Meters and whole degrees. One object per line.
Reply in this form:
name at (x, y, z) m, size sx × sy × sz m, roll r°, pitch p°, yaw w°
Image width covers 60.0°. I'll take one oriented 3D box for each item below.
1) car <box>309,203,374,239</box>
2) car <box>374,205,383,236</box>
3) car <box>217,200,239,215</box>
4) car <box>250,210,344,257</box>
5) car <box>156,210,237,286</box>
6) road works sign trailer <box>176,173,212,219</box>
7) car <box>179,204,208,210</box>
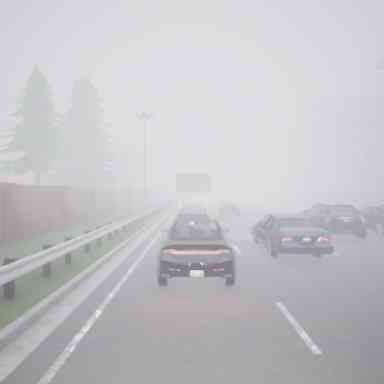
car at (7.099, 1.344, 17.405) m, size 2.097 × 1.767 × 4.553 m, roll 0°, pitch 0°, yaw 0°
car at (10.599, 1.470, 18.540) m, size 1.882 × 1.535 × 5.008 m, roll 0°, pitch 0°, yaw 0°
car at (3.584, 1.512, 33.228) m, size 1.812 × 1.442 × 4.674 m, roll 0°, pitch 0°, yaw 0°
car at (3.600, 1.542, 12.931) m, size 2.033 × 1.411 × 5.357 m, roll 0°, pitch 0°, yaw 0°
car at (0.100, 1.487, 9.372) m, size 2.128 × 1.511 × 4.902 m, roll 0°, pitch 0°, yaw 0°
road works sign trailer at (0.072, 0.454, 23.705) m, size 2.380 × 3.560 × 2.880 m, roll 0°, pitch 0°, yaw -2°
car at (0.149, 1.465, 19.786) m, size 1.882 × 1.535 × 5.008 m, roll 0°, pitch 0°, yaw 3°
